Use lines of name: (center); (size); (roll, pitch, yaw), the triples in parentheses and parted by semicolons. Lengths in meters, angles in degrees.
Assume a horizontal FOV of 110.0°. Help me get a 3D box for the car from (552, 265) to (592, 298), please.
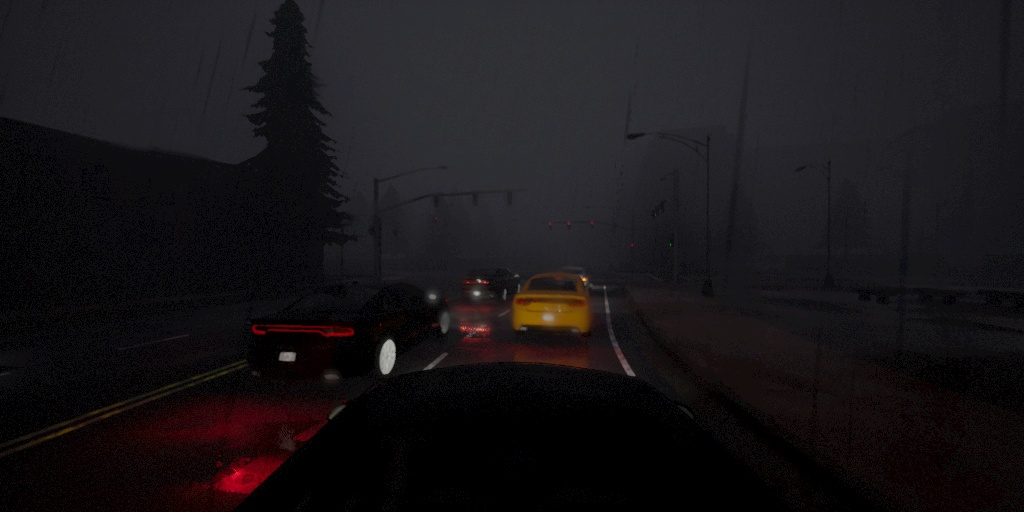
car: (3.370, 1.261, 19.428); (1.812, 1.442, 4.674); (0, 0, 14)

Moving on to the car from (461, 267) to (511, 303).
car: (-0.859, 1.244, 16.672); (1.837, 1.490, 4.892); (0, 0, 13)

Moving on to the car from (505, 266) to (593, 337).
car: (1.301, 1.222, 10.398); (1.882, 1.535, 5.008); (0, 0, 11)

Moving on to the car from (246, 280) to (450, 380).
car: (-2.764, 1.224, 7.368); (1.882, 1.535, 5.008); (0, 0, 7)
